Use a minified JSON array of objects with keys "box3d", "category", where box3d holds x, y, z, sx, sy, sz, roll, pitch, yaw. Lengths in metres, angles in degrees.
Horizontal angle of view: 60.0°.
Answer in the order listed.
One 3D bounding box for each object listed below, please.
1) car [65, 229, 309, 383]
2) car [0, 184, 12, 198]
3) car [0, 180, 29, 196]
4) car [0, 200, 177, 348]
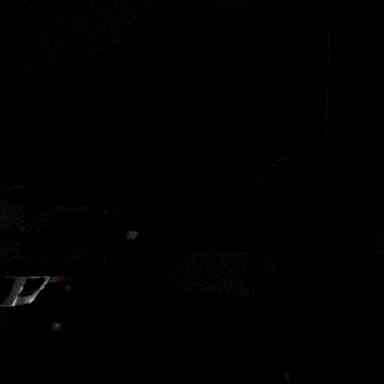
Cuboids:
[{"box3d":[0.592,1.475,4.996,2.097,1.535,5.008,1,0,15],"category":"car"},{"box3d":[-25.259,0.089,40.772,4.674,1.452,2.002,1,6,7],"category":"car"},{"box3d":[-23.875,-0.490,43.425,5.566,2.045,2.435,1,6,7],"category":"car"},{"box3d":[-1.890,1.214,6.695,2.435,2.045,5.566,1,0,14],"category":"car"}]
